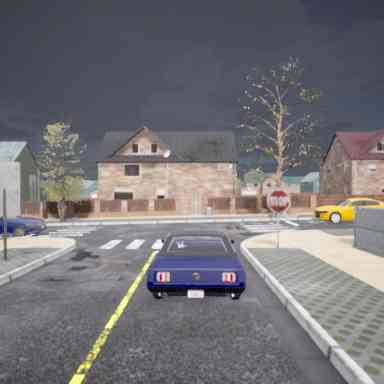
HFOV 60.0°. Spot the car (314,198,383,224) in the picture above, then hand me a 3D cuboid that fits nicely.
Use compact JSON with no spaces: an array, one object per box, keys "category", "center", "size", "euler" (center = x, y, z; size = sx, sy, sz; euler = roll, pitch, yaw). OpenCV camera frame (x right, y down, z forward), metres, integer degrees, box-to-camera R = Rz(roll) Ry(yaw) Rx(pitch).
[{"category":"car","center":[10.566,1.154,21.677],"size":[5.008,1.535,1.882],"euler":[-1,1,0]}]

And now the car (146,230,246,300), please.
[{"category":"car","center":[0.144,1.598,8.372],"size":[1.895,1.301,4.718],"euler":[0,0,2]}]

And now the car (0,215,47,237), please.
[{"category":"car","center":[-10.603,1.748,18.582],"size":[4.674,1.442,1.812],"euler":[-1,1,4]}]

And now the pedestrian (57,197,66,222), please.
[{"category":"pedestrian","center":[-9.641,1.251,24.560],"size":[0.375,1.860,0.375],"euler":[0,2,0]}]
